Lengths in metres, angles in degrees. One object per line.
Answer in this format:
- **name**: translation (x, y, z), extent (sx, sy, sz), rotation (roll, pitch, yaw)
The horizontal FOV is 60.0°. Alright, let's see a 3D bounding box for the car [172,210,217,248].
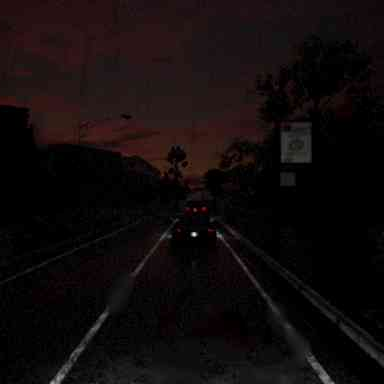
- **car**: translation (0.097, 1.764, 15.826), extent (1.994, 1.385, 4.181), rotation (0, -1, 0)

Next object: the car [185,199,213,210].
- **car**: translation (0.618, 1.829, 33.695), extent (2.150, 2.045, 5.566), rotation (0, -1, 7)
